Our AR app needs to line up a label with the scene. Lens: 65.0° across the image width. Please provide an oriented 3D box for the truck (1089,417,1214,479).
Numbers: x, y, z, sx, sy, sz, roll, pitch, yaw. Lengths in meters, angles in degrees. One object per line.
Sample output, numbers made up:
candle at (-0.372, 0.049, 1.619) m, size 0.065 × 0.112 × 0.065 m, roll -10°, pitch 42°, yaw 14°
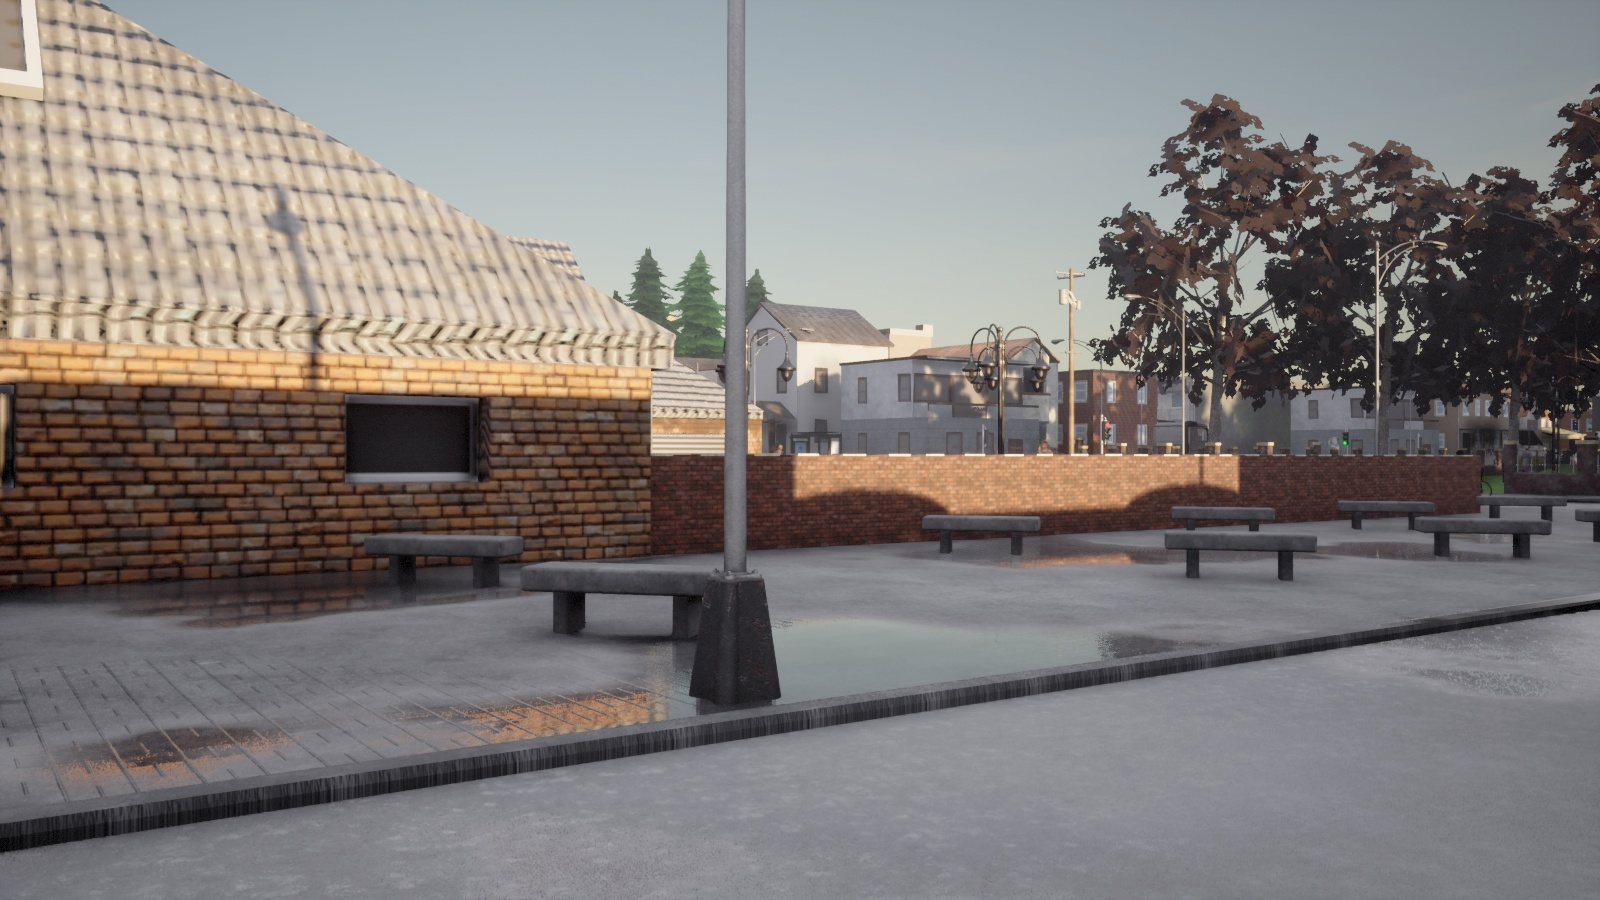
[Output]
truck at (20.808, -0.100, 74.047) m, size 7.936 × 3.462 × 2.891 m, roll 0°, pitch 0°, yaw -37°
